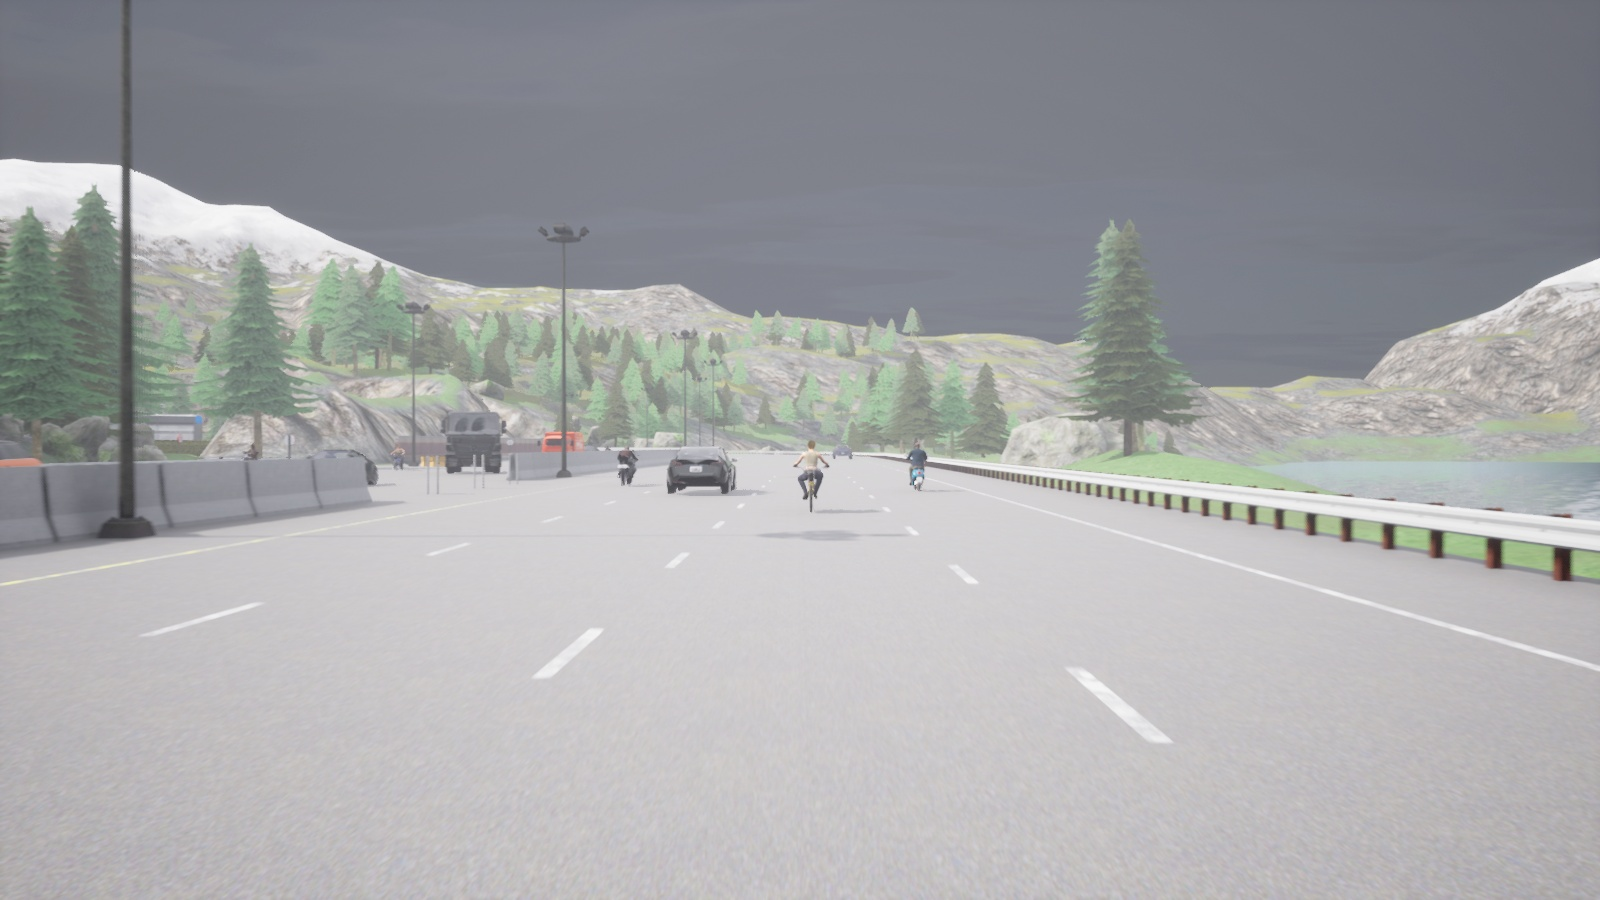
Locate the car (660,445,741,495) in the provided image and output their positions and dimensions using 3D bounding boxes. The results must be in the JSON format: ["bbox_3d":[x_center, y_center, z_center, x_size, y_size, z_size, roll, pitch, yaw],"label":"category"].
[{"bbox_3d":[-3.126,0.597,40.420,2.163,1.488,4.792,0,0,1],"label":"car"}]

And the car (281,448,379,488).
[{"bbox_3d":[-17.076,0.633,45.839,1.994,1.385,4.181,0,0,1],"label":"car"}]

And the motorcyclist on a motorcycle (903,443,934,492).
[{"bbox_3d":[3.885,0.552,41.443,0.866,1.590,1.817,0,0,1],"label":"motorcyclist on a motorcycle"}]

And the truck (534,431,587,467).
[{"bbox_3d":[-16.695,-0.064,87.775,2.627,2.467,5.204,0,0,1],"label":"truck"}]

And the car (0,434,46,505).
[{"bbox_3d":[-20.716,0.481,30.461,2.097,1.767,4.553,0,0,1],"label":"car"}]

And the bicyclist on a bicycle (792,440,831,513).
[{"bbox_3d":[0.261,0.581,28.257,0.866,1.612,1.509,0,0,1],"label":"bicyclist on a bicycle"}]

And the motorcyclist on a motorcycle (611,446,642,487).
[{"bbox_3d":[-6.560,0.604,47.600,0.866,1.530,2.191,0,0,1],"label":"motorcyclist on a motorcycle"}]

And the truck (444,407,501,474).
[{"bbox_3d":[-18.034,-0.499,69.230,2.891,3.462,7.936,0,0,-14],"label":"truck"}]
